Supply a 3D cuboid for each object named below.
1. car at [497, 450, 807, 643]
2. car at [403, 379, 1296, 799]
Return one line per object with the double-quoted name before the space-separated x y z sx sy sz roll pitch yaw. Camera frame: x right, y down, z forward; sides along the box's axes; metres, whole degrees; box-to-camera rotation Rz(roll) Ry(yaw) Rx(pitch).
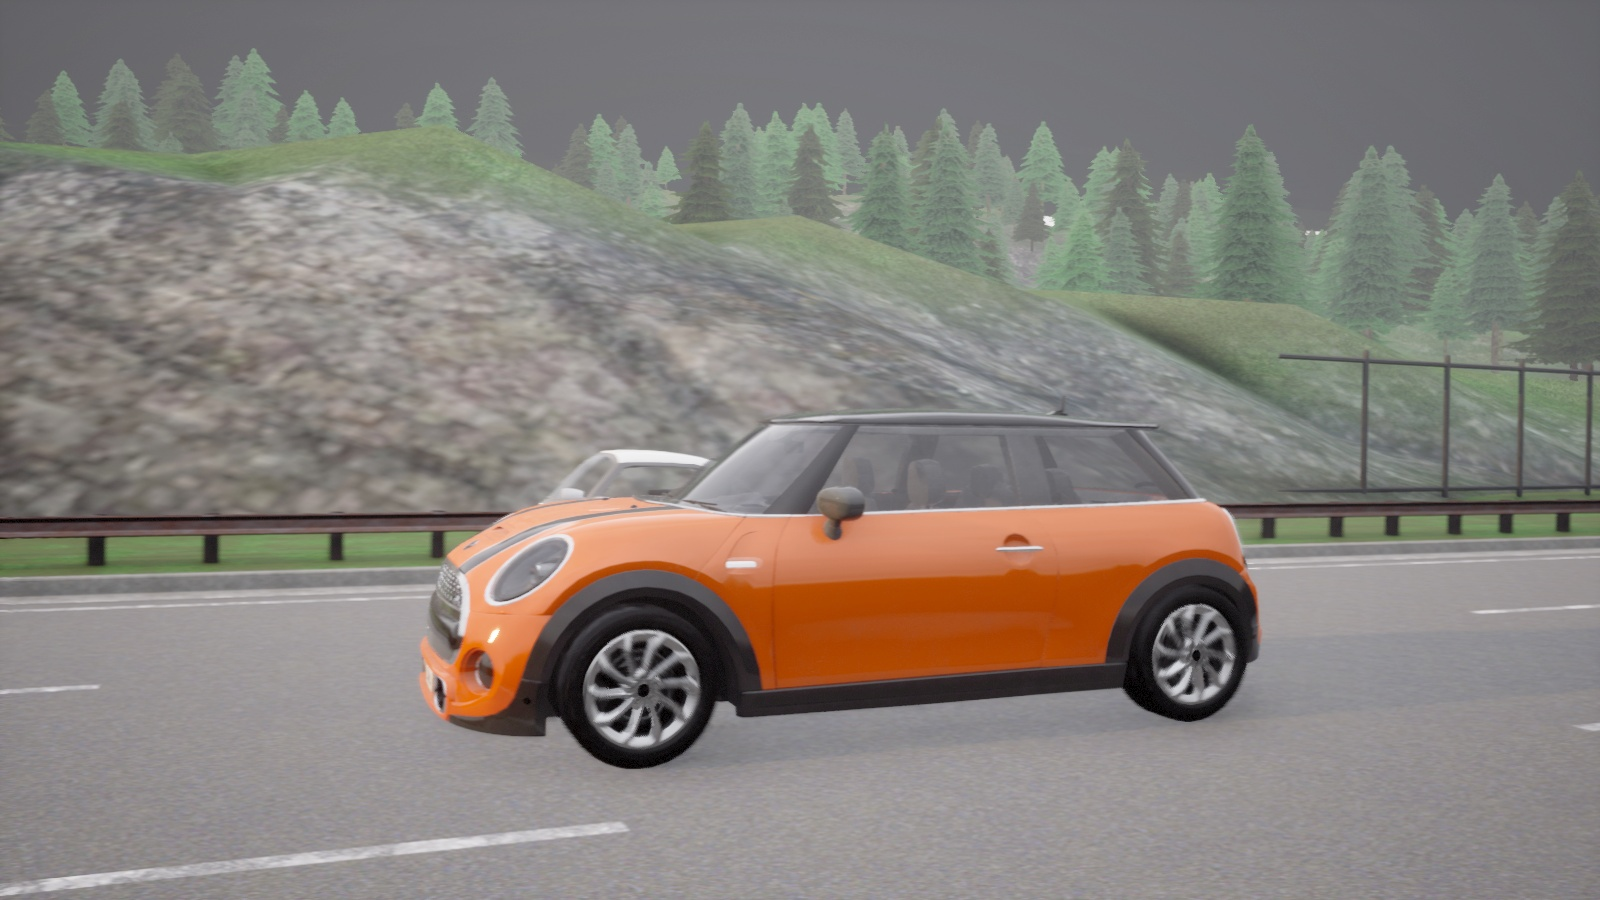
"car" -1.245 0.704 10.255 2.207 1.376 1.481 -1 1 -21
"car" 0.221 0.544 7.066 4.553 1.767 2.097 -1 1 -21
